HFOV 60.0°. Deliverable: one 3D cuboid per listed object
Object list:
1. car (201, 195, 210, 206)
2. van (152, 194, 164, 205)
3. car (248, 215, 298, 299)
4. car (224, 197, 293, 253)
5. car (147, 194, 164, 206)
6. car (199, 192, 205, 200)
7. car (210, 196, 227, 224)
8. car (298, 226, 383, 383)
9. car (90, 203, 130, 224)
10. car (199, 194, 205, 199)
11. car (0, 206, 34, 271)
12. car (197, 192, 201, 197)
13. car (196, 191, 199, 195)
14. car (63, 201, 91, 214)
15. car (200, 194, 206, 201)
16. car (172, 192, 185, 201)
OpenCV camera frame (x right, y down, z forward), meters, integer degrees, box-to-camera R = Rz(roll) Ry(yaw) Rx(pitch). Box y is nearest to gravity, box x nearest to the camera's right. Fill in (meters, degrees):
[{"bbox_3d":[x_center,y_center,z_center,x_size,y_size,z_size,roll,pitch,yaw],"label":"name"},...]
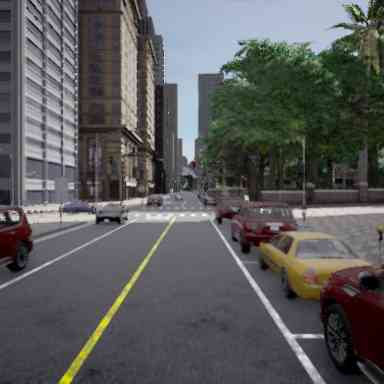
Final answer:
[{"bbox_3d":[2.778,1.483,51.112,1.947,1.339,4.313,0,0,0],"label":"car"},{"bbox_3d":[-5.746,1.245,56.554,1.690,1.788,3.998,0,0,0],"label":"van"},{"bbox_3d":[2.765,1.519,8.263,1.752,1.417,4.829,0,0,0],"label":"car"},{"bbox_3d":[2.767,1.304,13.579,2.192,1.841,5.009,0,0,0],"label":"car"},{"bbox_3d":[-5.747,1.233,51.133,2.192,1.841,5.009,0,0,0],"label":"car"},{"bbox_3d":[2.781,1.329,61.952,1.967,1.590,4.097,0,0,0],"label":"car"},{"bbox_3d":[2.770,1.289,24.553,2.192,1.841,5.009,0,0,0],"label":"car"},{"bbox_3d":[2.763,1.313,2.606,2.192,1.841,5.009,0,0,0],"label":"car"},{"bbox_3d":[-5.756,1.541,24.574,1.947,1.339,4.313,0,0,0],"label":"car"},{"bbox_3d":[2.790,1.306,94.645,1.752,1.417,4.829,0,0,0],"label":"car"},{"bbox_3d":[-5.760,1.309,8.110,2.192,1.841,5.009,0,0,0],"label":"car"},{"bbox_3d":[2.786,1.384,78.214,1.887,1.381,4.507,0,0,0],"label":"car"},{"bbox_3d":[2.789,1.117,89.054,2.192,1.841,5.009,0,0,0],"label":"car"},{"bbox_3d":[-11.739,1.726,36.626,4.674,1.442,1.812,-1,1,1],"label":"car"},{"bbox_3d":[2.779,1.485,56.532,1.802,1.307,4.206,0,0,0],"label":"car"},{"bbox_3d":[-2.980,1.374,75.297,1.812,1.442,4.674,0,0,0],"label":"car"}]
